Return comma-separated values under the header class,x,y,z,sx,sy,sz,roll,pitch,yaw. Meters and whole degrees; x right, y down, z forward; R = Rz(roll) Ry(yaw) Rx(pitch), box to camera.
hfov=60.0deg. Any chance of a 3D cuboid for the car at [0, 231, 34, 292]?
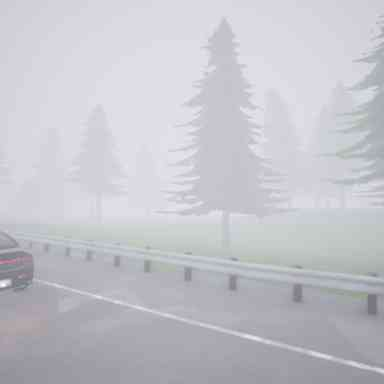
class,x,y,z,sx,sy,sz,roll,pitch,yaw
car,-5.799,1.657,8.237,4.892,1.490,1.837,-1,-1,37
